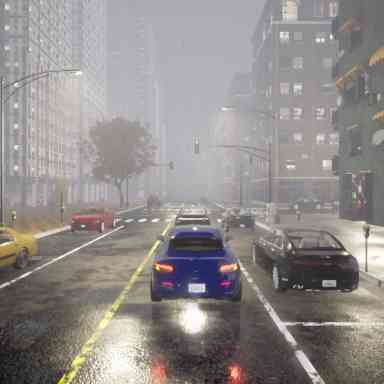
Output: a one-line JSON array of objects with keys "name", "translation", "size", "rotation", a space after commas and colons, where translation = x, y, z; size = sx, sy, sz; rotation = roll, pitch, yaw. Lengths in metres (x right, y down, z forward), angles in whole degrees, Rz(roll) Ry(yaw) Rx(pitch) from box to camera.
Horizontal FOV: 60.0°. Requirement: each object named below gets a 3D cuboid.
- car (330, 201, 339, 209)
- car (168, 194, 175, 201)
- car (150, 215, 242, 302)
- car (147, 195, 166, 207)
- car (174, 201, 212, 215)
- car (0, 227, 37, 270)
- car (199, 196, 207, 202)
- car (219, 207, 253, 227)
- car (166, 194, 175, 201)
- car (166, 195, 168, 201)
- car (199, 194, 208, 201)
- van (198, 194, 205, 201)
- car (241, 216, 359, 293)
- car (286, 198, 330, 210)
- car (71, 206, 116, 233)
[{"name": "car", "translation": [18.749, 1.259, 39.229], "size": [4.829, 1.417, 1.752], "rotation": [-1, 1, -1]}, {"name": "car", "translation": [-5.857, 1.650, 85.246], "size": [1.947, 1.339, 4.313], "rotation": [0, 0, 0]}, {"name": "car", "translation": [0.078, 1.526, 8.149], "size": [1.812, 1.442, 4.674], "rotation": [0, 0, 0]}, {"name": "car", "translation": [-5.792, 1.349, 52.108], "size": [2.192, 1.841, 5.009], "rotation": [0, 0, 0]}, {"name": "car", "translation": [0.045, 1.495, 18.252], "size": [2.128, 1.511, 4.902], "rotation": [0, 0, 0]}, {"name": "car", "translation": [-5.704, 1.526, 8.484], "size": [1.752, 1.417, 4.829], "rotation": [0, 0, 0]}, {"name": "car", "translation": [2.535, 1.599, 79.908], "size": [1.752, 1.417, 4.829], "rotation": [0, 0, 0]}, {"name": "car", "translation": [2.654, 1.555, 19.736], "size": [2.008, 1.369, 4.403], "rotation": [0, 0, 0]}, {"name": "car", "translation": [-5.868, 1.410, 90.768], "size": [2.192, 1.841, 5.009], "rotation": [0, 0, 0]}, {"name": "car", "translation": [-5.802, 1.607, 57.631], "size": [1.947, 1.339, 4.313], "rotation": [0, 0, 0]}, {"name": "car", "translation": [2.546, 1.630, 74.216], "size": [1.947, 1.339, 4.313], "rotation": [0, 0, 0]}, {"name": "van", "translation": [2.523, 1.425, 85.262], "size": [1.690, 1.788, 3.998], "rotation": [0, 0, 0]}, {"name": "car", "translation": [2.676, 1.552, 8.670], "size": [2.008, 1.369, 4.403], "rotation": [0, 0, 0]}, {"name": "car", "translation": [13.352, 1.359, 39.164], "size": [4.403, 1.369, 2.008], "rotation": [-1, 1, -1]}, {"name": "car", "translation": [-5.726, 1.549, 19.720], "size": [1.887, 1.381, 4.507], "rotation": [0, 0, 0]}]
